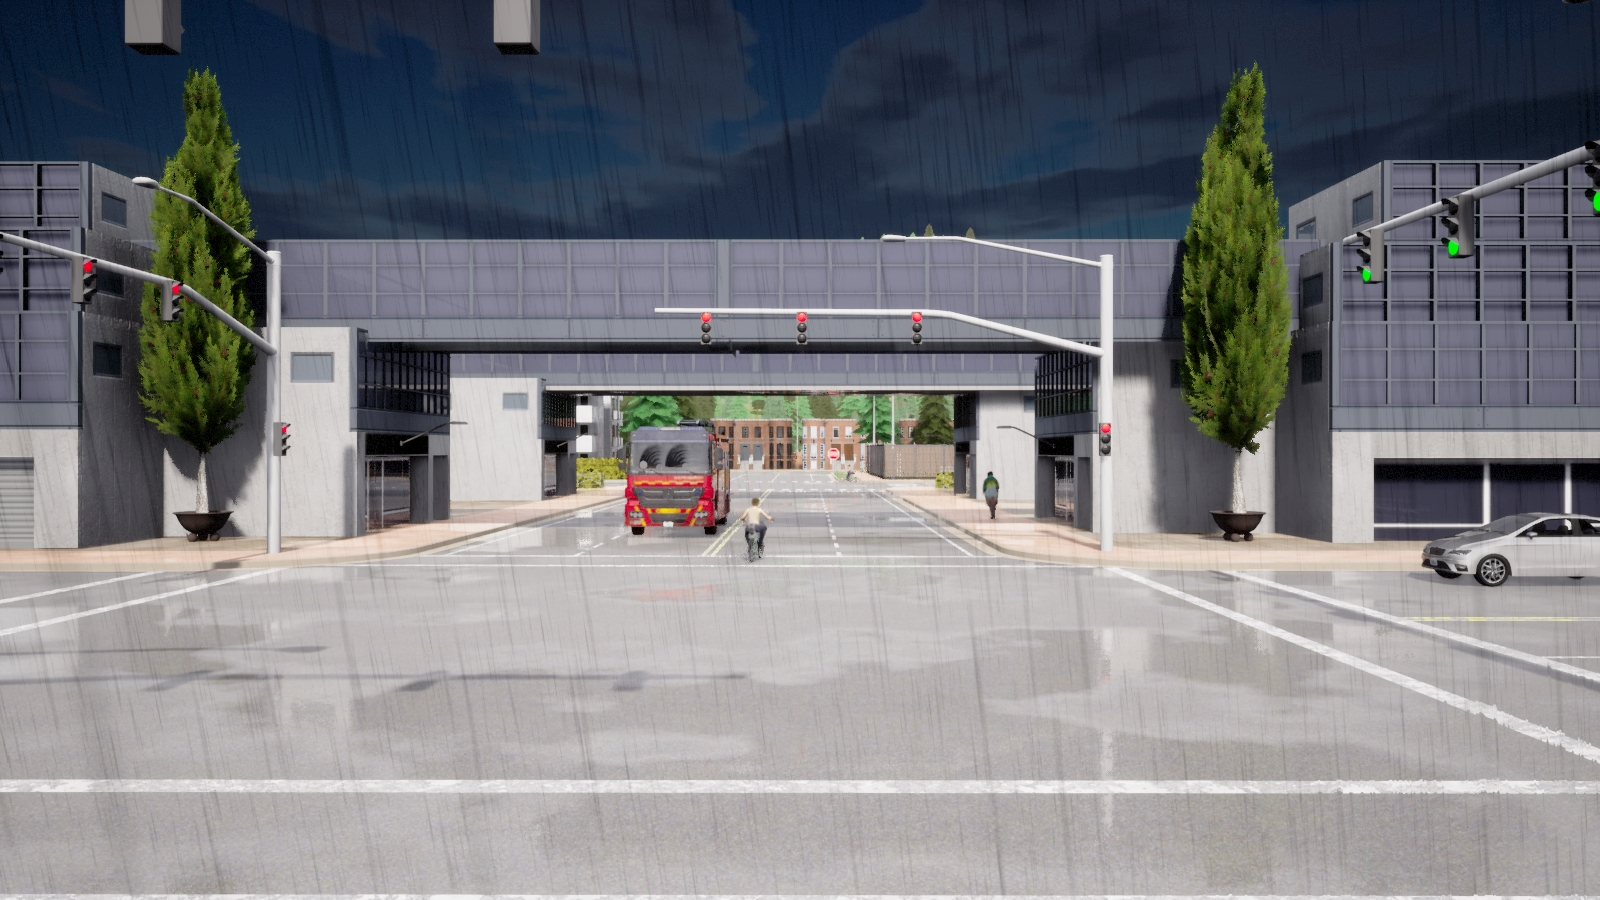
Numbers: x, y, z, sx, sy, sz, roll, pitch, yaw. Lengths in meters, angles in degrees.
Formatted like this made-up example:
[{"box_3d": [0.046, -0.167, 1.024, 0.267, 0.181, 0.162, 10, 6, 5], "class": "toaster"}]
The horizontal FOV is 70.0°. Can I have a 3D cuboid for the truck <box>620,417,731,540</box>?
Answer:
[{"box_3d": [-4.133, 0.890, 39.814, 2.891, 3.827, 8.468, 0, 0, 0], "class": "truck"}]

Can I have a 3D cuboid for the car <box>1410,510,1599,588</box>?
[{"box_3d": [15.490, 2.066, 24.189, 4.193, 1.474, 1.816, 0, 0, 0], "class": "car"}]

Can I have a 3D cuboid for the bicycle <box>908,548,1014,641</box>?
[{"box_3d": [2.402, 2.158, 17.208, 1.487, 1.276, 0.859, 0, 0, 2], "class": "bicycle"}]

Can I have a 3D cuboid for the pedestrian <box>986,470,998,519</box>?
[{"box_3d": [7.344, 1.698, 43.702, 0.375, 1.860, 0.375, 0, 0, 2], "class": "pedestrian"}]
